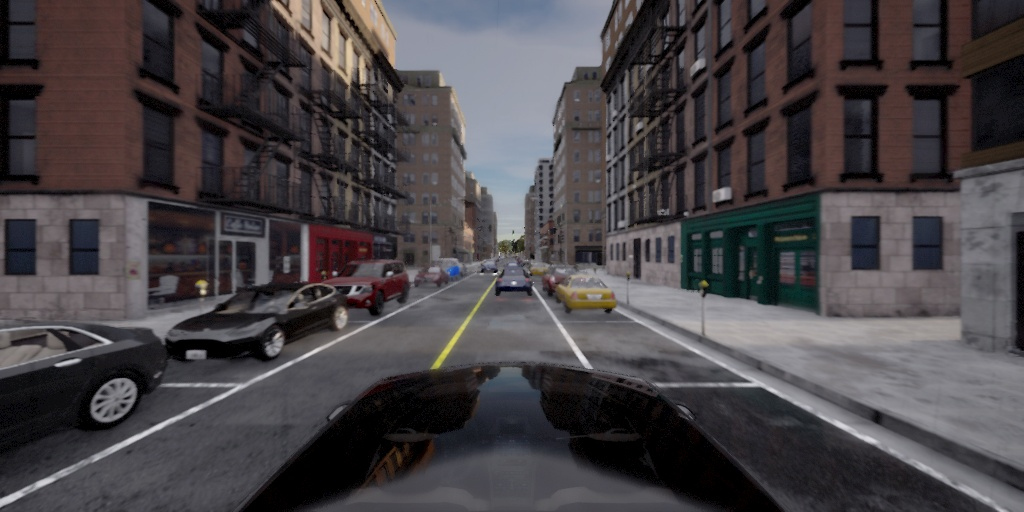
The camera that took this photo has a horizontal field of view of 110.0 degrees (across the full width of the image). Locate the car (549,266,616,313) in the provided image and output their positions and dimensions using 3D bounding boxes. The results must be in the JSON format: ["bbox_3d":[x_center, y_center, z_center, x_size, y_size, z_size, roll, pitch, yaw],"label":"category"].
[{"bbox_3d":[2.662,1.282,13.890,1.751,1.417,4.829,0,0,0],"label":"car"}]

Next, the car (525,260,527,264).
[{"bbox_3d":[2.631,1.323,40.751,2.007,1.370,4.403,0,0,0],"label":"car"}]

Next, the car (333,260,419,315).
[{"bbox_3d":[-5.398,1.071,13.717,2.192,1.841,5.009,0,0,0],"label":"car"}]

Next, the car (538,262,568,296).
[{"bbox_3d":[2.656,1.199,19.126,1.967,1.591,4.097,0,0,0],"label":"car"}]

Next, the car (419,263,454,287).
[{"bbox_3d":[-5.397,1.345,24.529,1.802,1.307,4.207,0,0,0],"label":"car"}]

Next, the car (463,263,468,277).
[{"bbox_3d":[-5.397,1.319,35.342,2.007,1.370,4.403,0,0,0],"label":"car"}]

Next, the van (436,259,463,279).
[{"bbox_3d":[-5.397,1.107,29.936,1.690,1.789,3.998,0,0,0],"label":"van"}]

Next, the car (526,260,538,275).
[{"bbox_3d":[2.637,1.294,35.515,1.751,1.417,4.829,0,0,0],"label":"car"}]

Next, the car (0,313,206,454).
[{"bbox_3d":[-5.398,1.301,2.904,2.007,1.370,4.403,0,0,0],"label":"car"}]

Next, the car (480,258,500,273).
[{"bbox_3d":[-2.760,1.311,44.201,1.812,1.442,4.674,0,0,0],"label":"car"}]

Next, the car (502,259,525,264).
[{"bbox_3d":[0.093,1.295,36.310,1.812,1.442,4.674,0,0,0],"label":"car"}]

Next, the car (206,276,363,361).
[{"bbox_3d":[-5.398,1.319,8.311,1.948,1.339,4.313,0,0,0],"label":"car"}]

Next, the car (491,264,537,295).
[{"bbox_3d":[0.096,1.324,19.897,1.994,1.385,4.181,0,0,0],"label":"car"}]
